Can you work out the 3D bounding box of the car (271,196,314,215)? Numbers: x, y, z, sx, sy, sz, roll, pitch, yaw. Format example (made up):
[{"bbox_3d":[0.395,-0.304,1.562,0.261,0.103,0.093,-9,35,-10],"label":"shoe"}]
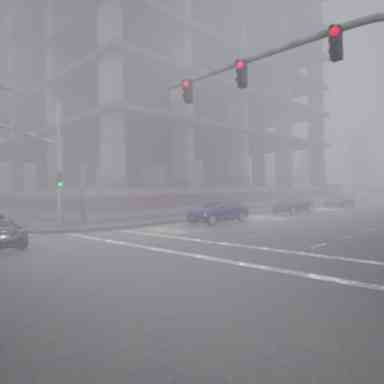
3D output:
[{"bbox_3d":[8.872,1.102,29.228,5.008,1.535,1.882,-1,0,-45],"label":"car"}]

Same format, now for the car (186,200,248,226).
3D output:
[{"bbox_3d":[1.741,1.286,22.117,5.008,1.535,1.882,-1,0,-45],"label":"car"}]

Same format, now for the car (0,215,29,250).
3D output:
[{"bbox_3d":[-8.355,1.652,13.692,1.994,1.385,4.181,-1,0,-45],"label":"car"}]

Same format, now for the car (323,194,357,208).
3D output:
[{"bbox_3d":[16.398,0.977,36.731,5.357,1.411,2.033,-1,0,-45],"label":"car"}]
